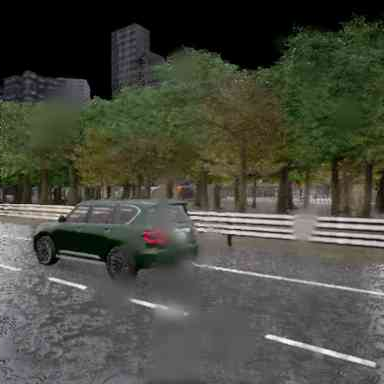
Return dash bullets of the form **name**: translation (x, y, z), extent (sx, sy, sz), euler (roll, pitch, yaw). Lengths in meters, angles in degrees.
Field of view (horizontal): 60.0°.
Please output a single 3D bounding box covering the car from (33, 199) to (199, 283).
- **car**: translation (-2.423, 1.225, 9.902), extent (5.566, 2.045, 2.150), euler (0, 0, 36)
